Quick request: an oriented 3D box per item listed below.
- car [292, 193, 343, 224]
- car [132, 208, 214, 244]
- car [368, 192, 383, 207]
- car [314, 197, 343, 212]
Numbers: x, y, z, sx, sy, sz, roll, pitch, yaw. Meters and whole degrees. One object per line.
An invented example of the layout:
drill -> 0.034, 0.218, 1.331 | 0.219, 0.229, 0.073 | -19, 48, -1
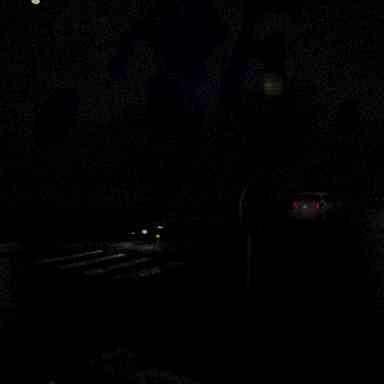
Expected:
car -> 8.797, 1.053, 23.149 | 2.150, 2.045, 5.566 | 0, 0, 37
car -> -0.766, 1.436, 15.313 | 1.994, 1.385, 4.181 | 0, 0, 37
car -> 25.757, 1.064, 45.758 | 2.150, 2.045, 5.566 | 0, 0, 37
car -> 14.910, 1.330, 36.173 | 1.812, 1.442, 4.674 | 0, 0, 37
